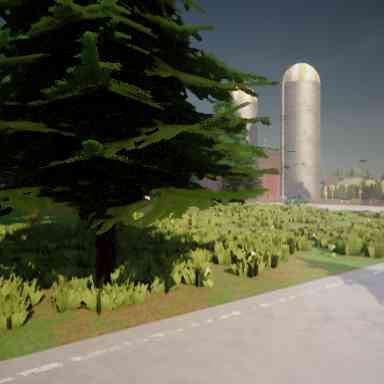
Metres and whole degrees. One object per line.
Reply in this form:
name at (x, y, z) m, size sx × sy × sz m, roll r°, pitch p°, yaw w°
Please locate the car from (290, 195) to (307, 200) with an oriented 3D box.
car at (16.749, 1.301, 53.389) m, size 3.988 × 1.617 × 1.851 m, roll 0°, pitch 0°, yaw -36°
